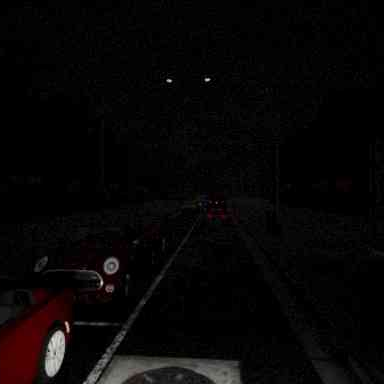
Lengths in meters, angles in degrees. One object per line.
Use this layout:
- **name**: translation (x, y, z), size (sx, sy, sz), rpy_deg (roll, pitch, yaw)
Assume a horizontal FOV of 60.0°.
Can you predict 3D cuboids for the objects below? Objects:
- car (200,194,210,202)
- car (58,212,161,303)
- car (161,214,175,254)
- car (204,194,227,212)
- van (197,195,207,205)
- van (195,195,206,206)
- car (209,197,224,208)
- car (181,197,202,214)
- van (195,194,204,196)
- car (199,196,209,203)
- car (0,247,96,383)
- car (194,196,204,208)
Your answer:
- **car**: translation (3.086, 1.432, 79.033), size (2.192, 1.841, 5.009), rpy_deg (0, 0, 4)
- **car**: translation (-2.159, 1.444, 8.194), size (1.967, 1.590, 4.097), rpy_deg (0, 0, 4)
- **car**: translation (-1.755, 1.551, 13.644), size (1.887, 1.381, 4.507), rpy_deg (0, 0, 4)
- **car**: translation (2.826, 1.244, 38.416), size (2.150, 2.045, 5.566), rpy_deg (0, 0, 4)
- **van**: translation (1.876, 1.417, 62.686), size (1.690, 1.788, 3.998), rpy_deg (0, 0, 4)
- **van**: translation (1.472, 1.405, 57.237), size (1.690, 1.788, 3.998), rpy_deg (0, 0, 4)
- **car**: translation (3.782, 1.542, 51.383), size (2.128, 1.511, 4.902), rpy_deg (0, 0, 4)
- **car**: translation (-0.154, 1.544, 35.271), size (1.752, 1.417, 4.829), rpy_deg (0, 0, 4)
- **van**: translation (1.068, 1.392, 51.787), size (1.690, 1.788, 3.998), rpy_deg (0, 0, 4)
- **car**: translation (2.683, 1.652, 73.584), size (2.008, 1.369, 4.403), rpy_deg (0, 0, 4)
- **car**: translation (-2.560, 1.546, 2.745), size (1.887, 1.381, 4.507), rpy_deg (0, 0, 4)
- **car**: translation (0.665, 1.621, 46.337), size (1.802, 1.307, 4.206), rpy_deg (0, 0, 4)
